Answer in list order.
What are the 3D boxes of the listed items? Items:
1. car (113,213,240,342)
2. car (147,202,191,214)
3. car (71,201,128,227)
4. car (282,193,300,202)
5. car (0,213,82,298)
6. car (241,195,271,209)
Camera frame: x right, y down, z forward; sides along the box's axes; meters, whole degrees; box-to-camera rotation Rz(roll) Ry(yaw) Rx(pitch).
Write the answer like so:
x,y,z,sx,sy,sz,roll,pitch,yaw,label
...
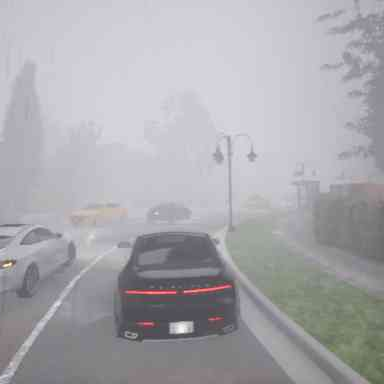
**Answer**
x,y,z,sx,sy,sz,roll,pitch,yaw,label
-0.410,1.422,6.551,1.837,1.490,4.892,-1,1,-6,car
-1.599,1.395,24.171,1.994,1.385,4.181,-1,0,21,car
-6.166,1.404,22.428,1.882,1.535,5.008,-1,0,19,car
17.525,0.967,58.740,2.128,1.511,4.902,-1,0,36,car
-4.363,1.506,8.229,1.812,1.442,4.674,-1,1,-4,car
7.665,1.115,39.144,1.801,1.575,5.366,-1,0,36,car
